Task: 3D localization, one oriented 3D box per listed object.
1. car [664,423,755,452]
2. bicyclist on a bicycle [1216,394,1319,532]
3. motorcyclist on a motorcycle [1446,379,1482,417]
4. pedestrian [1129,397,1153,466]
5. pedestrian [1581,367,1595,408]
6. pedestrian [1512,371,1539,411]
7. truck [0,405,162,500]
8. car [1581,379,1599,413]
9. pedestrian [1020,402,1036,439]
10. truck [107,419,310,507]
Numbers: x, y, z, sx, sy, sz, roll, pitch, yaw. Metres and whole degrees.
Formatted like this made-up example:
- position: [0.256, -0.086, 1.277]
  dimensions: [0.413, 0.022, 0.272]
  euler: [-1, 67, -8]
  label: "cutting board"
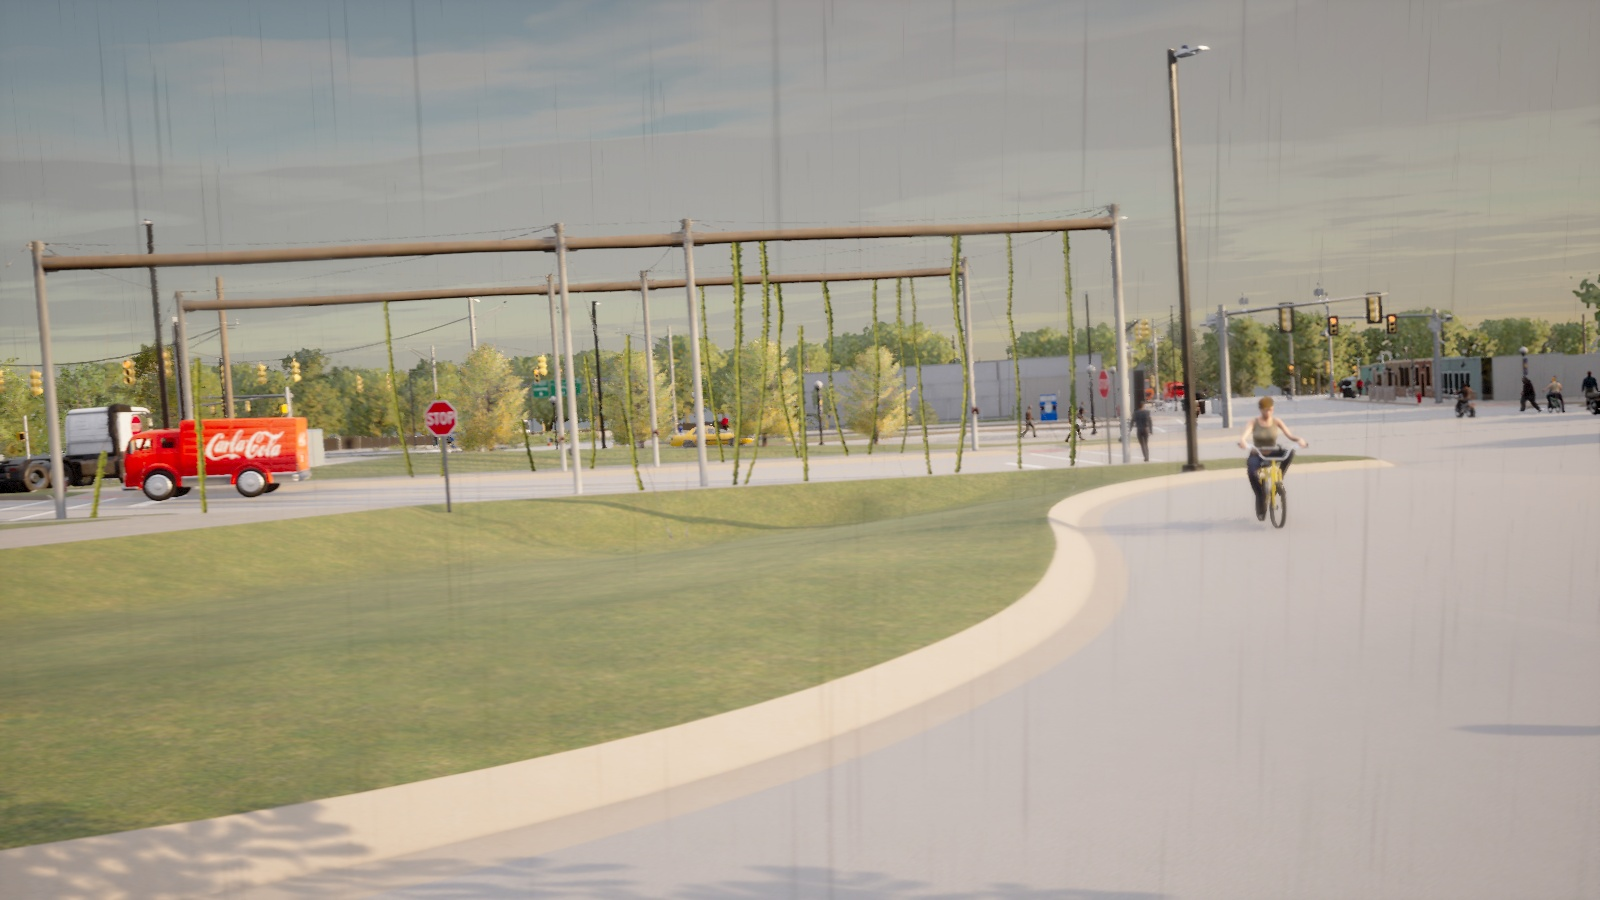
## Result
- position: [-5.721, -0.796, 79.728]
  dimensions: [5.366, 1.575, 1.801]
  euler: [-3, 2, 9]
  label: "car"
- position: [5.778, 0.127, 15.613]
  dimensions: [0.866, 1.612, 1.509]
  euler: [-1, 2, 8]
  label: "bicyclist on a bicycle"
- position: [30.048, -2.332, 56.887]
  dimensions: [0.766, 1.649, 2.350]
  euler: [-3, 1, 12]
  label: "motorcyclist on a motorcycle"
- position: [9.785, -0.537, 36.046]
  dimensions: [0.423, 1.949, 0.788]
  euler: [-4, 3, 5]
  label: "pedestrian"
- position: [36.590, -2.905, 58.323]
  dimensions: [0.370, 1.835, 0.726]
  euler: [-2, 3, 41]
  label: "pedestrian"
- position: [34.995, -2.841, 60.574]
  dimensions: [0.899, 1.844, 0.634]
  euler: [-3, 3, 10]
  label: "pedestrian"
- position: [-29.842, 0.056, 50.462]
  dimensions: [2.891, 3.462, 7.936]
  euler: [-3, 1, 13]
  label: "truck"
- position: [31.781, -2.129, 47.909]
  dimensions: [1.895, 1.301, 4.718]
  euler: [-4, 1, 13]
  label: "car"
- position: [11.929, -1.550, 65.721]
  dimensions: [0.720, 1.854, 0.376]
  euler: [-3, 3, 12]
  label: "pedestrian"
- position: [-18.477, 0.344, 39.522]
  dimensions: [5.204, 2.467, 2.627]
  euler: [-2, 2, -12]
  label: "truck"
